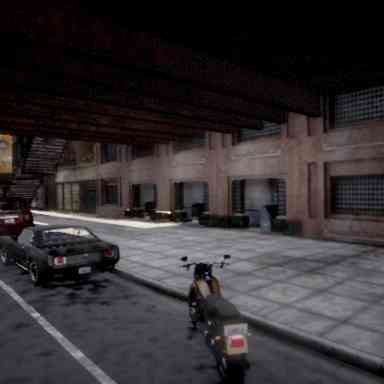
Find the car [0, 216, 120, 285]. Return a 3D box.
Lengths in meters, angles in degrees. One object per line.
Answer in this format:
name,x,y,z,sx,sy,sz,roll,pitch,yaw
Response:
car,-4.027,1.585,9.576,1.895,1.301,4.718,-1,0,-42

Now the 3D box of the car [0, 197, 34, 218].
car,-8.941,1.251,15.106,2.435,2.045,5.566,-1,0,-42
